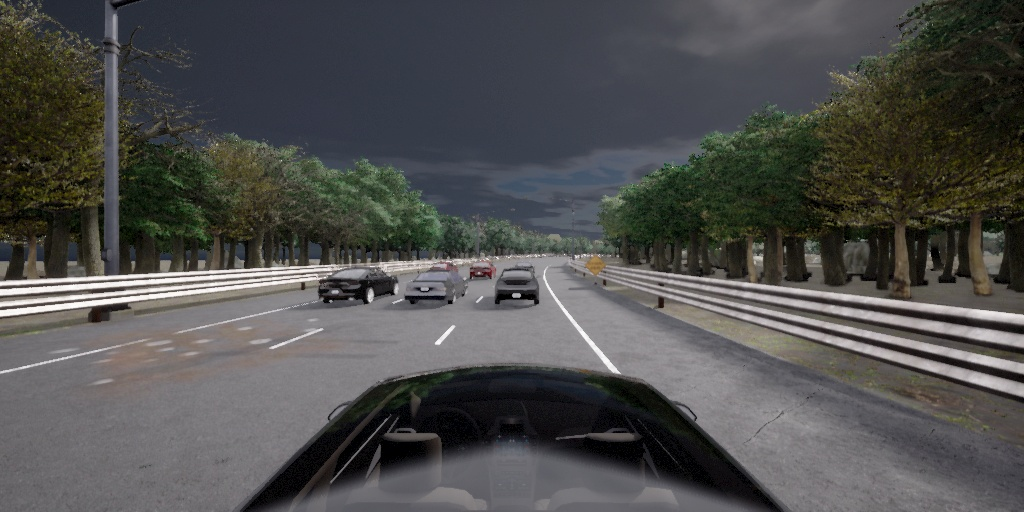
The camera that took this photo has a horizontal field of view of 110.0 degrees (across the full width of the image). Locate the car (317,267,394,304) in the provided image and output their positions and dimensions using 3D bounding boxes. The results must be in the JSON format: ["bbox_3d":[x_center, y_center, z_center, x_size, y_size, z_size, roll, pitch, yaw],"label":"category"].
[{"bbox_3d":[-6.732,1.225,16.305,1.882,1.535,5.008,0,0,2],"label":"car"}]

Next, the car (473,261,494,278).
[{"bbox_3d":[-2.428,1.197,30.963,1.882,1.535,5.008,0,0,4],"label":"car"}]

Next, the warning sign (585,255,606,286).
[{"bbox_3d":[5.067,0.845,21.750,1.300,1.860,1.060,0,0,3],"label":"warning sign"}]

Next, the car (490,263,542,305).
[{"bbox_3d":[0.264,1.257,16.051,1.837,1.490,4.892,0,0,2],"label":"car"}]

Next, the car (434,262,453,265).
[{"bbox_3d":[-5.918,1.246,31.217,1.812,1.442,4.674,0,0,4],"label":"car"}]

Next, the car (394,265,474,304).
[{"bbox_3d":[-3.234,1.304,16.177,2.033,1.411,5.357,0,0,2],"label":"car"}]

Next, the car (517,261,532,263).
[{"bbox_3d":[1.063,1.207,30.708,2.128,1.511,4.902,0,0,4],"label":"car"}]
